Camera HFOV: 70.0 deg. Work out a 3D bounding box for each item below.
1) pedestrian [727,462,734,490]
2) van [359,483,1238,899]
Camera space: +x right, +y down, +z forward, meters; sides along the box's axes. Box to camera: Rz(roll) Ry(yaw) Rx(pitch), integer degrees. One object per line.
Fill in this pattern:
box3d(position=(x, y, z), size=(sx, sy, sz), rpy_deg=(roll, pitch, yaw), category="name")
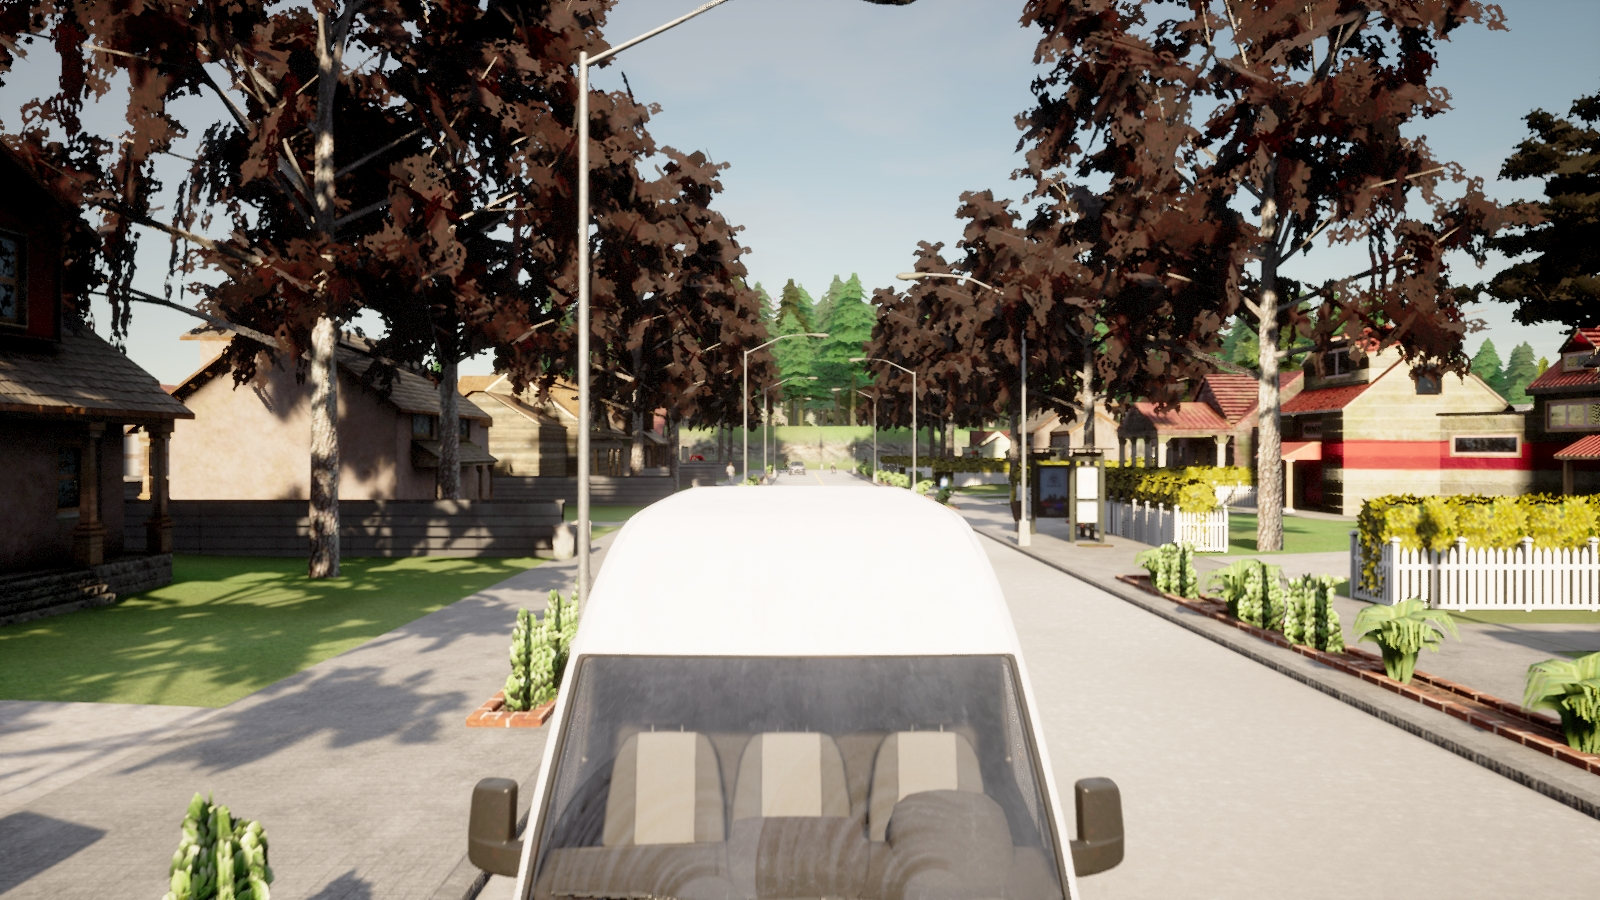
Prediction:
box3d(position=(-4.567, 1.696, 75.003), size=(0.375, 1.860, 0.375), rpy_deg=(0, 0, 2), category="pedestrian")
box3d(position=(-0.009, 1.530, 5.540), size=(1.988, 2.561, 5.915), rpy_deg=(0, 0, 0), category="van")
